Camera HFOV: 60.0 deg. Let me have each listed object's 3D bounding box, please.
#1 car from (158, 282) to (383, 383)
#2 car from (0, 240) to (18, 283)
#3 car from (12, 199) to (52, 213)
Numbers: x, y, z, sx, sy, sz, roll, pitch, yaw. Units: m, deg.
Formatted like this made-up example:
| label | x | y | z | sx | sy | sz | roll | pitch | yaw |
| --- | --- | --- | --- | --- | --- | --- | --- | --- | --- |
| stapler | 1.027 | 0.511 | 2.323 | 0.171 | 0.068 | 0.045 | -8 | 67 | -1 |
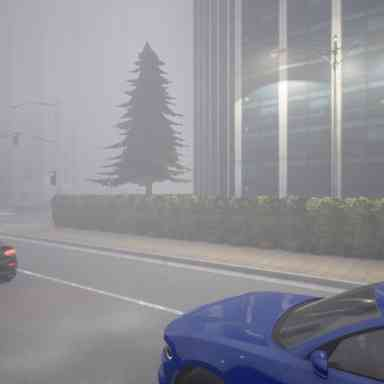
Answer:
| label | x | y | z | sx | sy | sz | roll | pitch | yaw |
| --- | --- | --- | --- | --- | --- | --- | --- | --- | --- |
| car | 1.957 | 1.478 | 2.597 | 5.008 | 1.535 | 1.882 | 0 | 0 | 36 |
| car | -6.170 | 1.526 | 8.350 | 4.674 | 1.442 | 1.812 | 0 | 0 | 36 |
| car | -17.186 | 1.547 | 37.439 | 2.033 | 1.411 | 5.357 | 0 | 0 | 36 |
